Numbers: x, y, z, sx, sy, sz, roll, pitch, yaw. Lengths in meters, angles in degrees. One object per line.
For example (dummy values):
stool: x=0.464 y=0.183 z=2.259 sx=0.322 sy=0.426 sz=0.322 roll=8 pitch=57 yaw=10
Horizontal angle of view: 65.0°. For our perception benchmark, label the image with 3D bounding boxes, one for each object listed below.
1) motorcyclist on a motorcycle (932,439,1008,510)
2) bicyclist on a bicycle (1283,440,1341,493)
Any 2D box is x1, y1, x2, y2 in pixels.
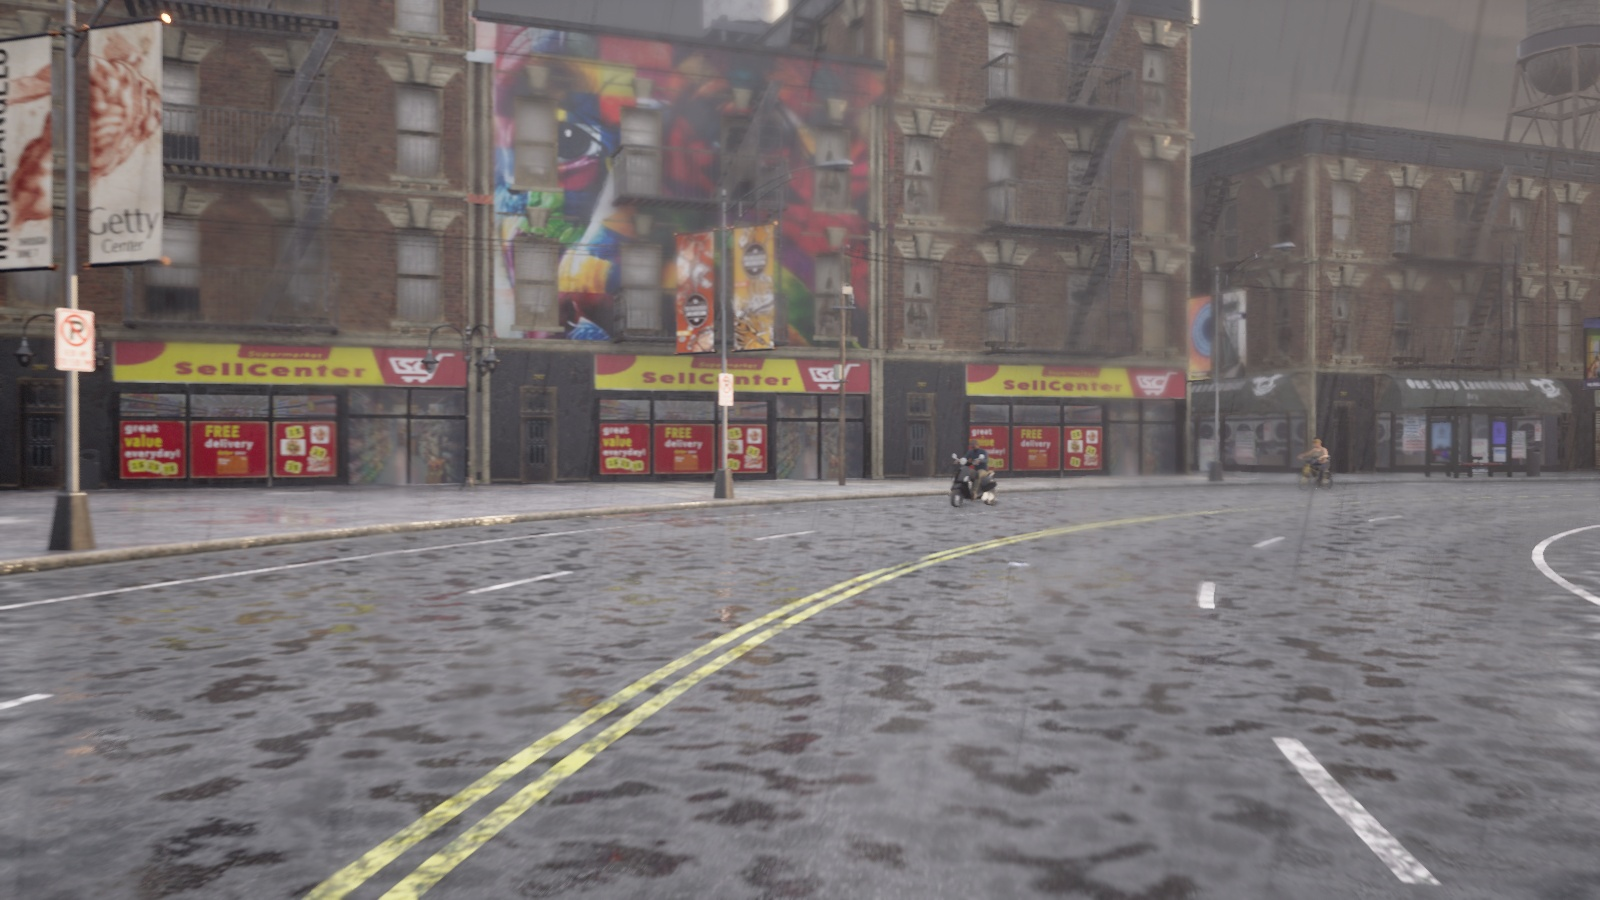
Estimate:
motorcyclist on a motorcycle: x=3.961 y=0.542 z=29.258 sx=0.866 sy=1.590 sz=1.817 roll=1 pitch=1 yaw=42
bicyclist on a bicycle: x=15.708 y=0.493 z=38.526 sx=1.509 sy=1.612 sz=0.866 roll=0 pitch=1 yaw=-28
